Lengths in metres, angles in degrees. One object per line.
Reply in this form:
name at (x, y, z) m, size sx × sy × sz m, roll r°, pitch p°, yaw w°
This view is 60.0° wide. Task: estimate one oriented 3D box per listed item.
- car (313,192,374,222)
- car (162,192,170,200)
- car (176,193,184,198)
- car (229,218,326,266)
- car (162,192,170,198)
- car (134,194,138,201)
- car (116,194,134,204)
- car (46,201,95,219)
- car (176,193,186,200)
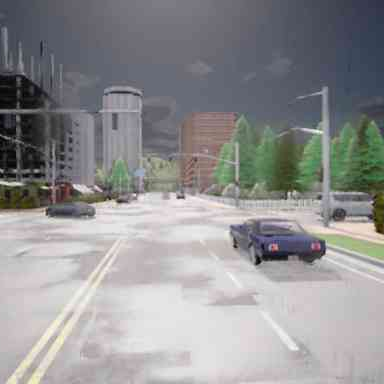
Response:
car at (11.567, 1.030, 23.670) m, size 5.566 × 2.045 × 2.150 m, roll 0°, pitch 0°, yaw 1°
car at (-6.026, 1.173, 77.245) m, size 1.895 × 1.301 × 4.718 m, roll 0°, pitch 0°, yaw -4°
car at (-3.251, 0.939, 86.705) m, size 1.895 × 1.301 × 4.718 m, roll 0°, pitch 0°, yaw -4°
car at (2.582, 1.523, 11.349) m, size 1.895 × 1.301 × 4.718 m, roll 0°, pitch 0°, yaw -6°
car at (-6.739, 0.862, 86.403) m, size 1.837 × 1.490 × 4.892 m, roll 0°, pitch 0°, yaw -4°
car at (-12.530, 1.178, 70.598) m, size 2.128 × 1.511 × 4.902 m, roll 0°, pitch 0°, yaw -4°
car at (-11.379, 1.284, 55.127) m, size 2.033 × 1.411 × 5.357 m, roll 0°, pitch 0°, yaw -4°
car at (-10.155, 1.451, 27.807) m, size 4.181 × 1.385 × 1.994 m, roll 0°, pitch 0°, yaw 25°
car at (-2.561, 1.083, 77.833) m, size 1.812 × 1.442 × 4.674 m, roll 0°, pitch 0°, yaw -4°
